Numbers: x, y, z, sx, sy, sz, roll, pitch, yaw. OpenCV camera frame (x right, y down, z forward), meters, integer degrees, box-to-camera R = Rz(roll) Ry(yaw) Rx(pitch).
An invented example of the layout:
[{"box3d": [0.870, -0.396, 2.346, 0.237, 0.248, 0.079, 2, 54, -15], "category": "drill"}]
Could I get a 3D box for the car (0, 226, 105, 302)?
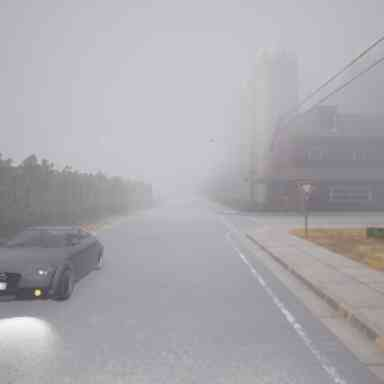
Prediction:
[{"box3d": [-3.571, 1.557, 8.171, 1.994, 1.385, 4.181, 0, 0, 0], "category": "car"}]
